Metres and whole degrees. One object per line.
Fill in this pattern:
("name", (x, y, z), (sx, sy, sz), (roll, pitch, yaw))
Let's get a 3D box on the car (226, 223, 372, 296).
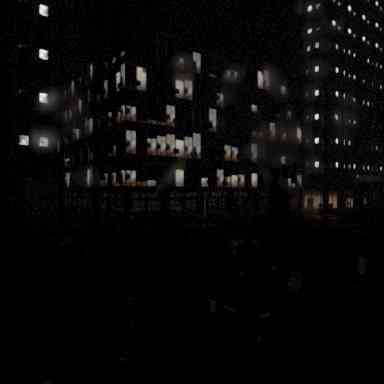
("car", (2.890, 1.544, 8.617), (4.507, 1.381, 1.887), (0, 0, -35))
